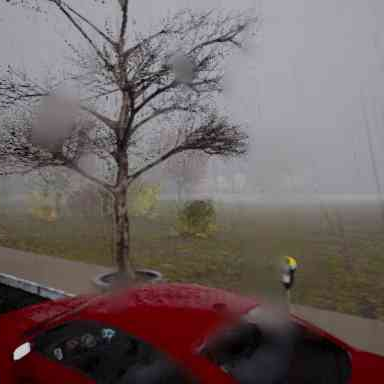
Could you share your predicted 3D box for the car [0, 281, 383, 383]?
[{"bbox_3d":[-0.388,1.546,3.005,4.507,1.381,1.887,0,1,36],"label":"car"}]
